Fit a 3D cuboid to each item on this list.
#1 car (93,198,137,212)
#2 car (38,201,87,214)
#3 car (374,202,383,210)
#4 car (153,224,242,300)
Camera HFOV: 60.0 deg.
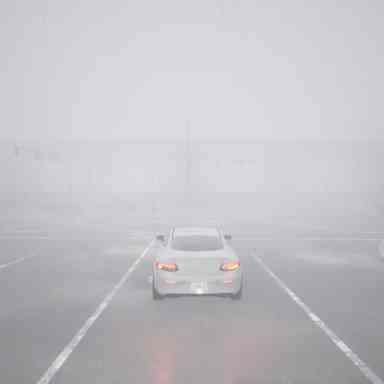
[{"bbox_3d":[-8.980,1.477,38.782,5.008,1.535,1.882,0,0,2],"label":"car"},{"bbox_3d":[-13.787,1.601,35.410,4.718,1.301,1.895,0,0,2],"label":"car"},{"bbox_3d":[23.290,1.397,37.918,4.674,1.442,1.812,-1,0,2],"label":"car"},{"bbox_3d":[0.071,1.527,8.277,1.812,1.442,4.674,0,0,-1],"label":"car"}]
